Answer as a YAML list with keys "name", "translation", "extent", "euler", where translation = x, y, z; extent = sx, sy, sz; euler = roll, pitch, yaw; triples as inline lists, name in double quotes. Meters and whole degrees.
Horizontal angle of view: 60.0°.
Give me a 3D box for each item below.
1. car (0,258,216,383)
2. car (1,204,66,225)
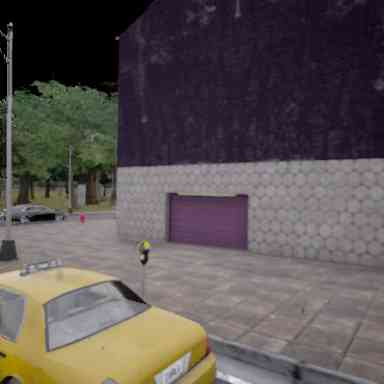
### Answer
- name: "car"
  translation: [-2.044, 1.536, 4.246]
  extent: [4.829, 1.417, 1.752]
  euler: [0, 1, 36]
- name: "car"
  translation: [-12.353, 1.742, 26.297]
  extent: [2.128, 1.511, 4.902]
  euler: [1, 0, 35]
